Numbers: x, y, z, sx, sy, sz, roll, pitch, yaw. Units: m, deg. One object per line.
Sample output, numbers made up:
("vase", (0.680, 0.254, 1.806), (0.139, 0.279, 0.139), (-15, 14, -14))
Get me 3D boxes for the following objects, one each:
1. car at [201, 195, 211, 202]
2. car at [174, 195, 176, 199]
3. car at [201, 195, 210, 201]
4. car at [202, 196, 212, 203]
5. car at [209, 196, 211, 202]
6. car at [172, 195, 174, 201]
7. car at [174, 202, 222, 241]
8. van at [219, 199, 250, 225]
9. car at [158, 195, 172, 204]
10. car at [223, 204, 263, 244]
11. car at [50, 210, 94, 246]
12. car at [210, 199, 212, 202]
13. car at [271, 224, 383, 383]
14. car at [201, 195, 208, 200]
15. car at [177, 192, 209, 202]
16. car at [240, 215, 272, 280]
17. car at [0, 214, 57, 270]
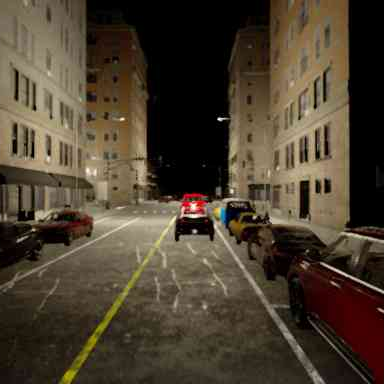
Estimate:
("car", (3.156, 1.496, 75.327), (2.008, 1.369, 4.403), (1, 0, 1))
("car", (-5.369, 1.497, 75.432), (2.008, 1.369, 4.403), (1, 0, 1))
("car", (3.229, 1.485, 80.858), (1.887, 1.381, 4.507), (1, 0, 1))
("car", (3.084, 1.495, 69.797), (1.887, 1.381, 4.507), (1, 0, 1))
("car", (3.011, 1.521, 64.267), (1.947, 1.339, 4.313), (1, 0, 1))
("car", (-5.442, 1.518, 69.903), (1.947, 1.339, 4.313), (1, 0, 1))
("car", (0.106, 1.481, 16.667), (2.128, 1.511, 4.902), (0, 0, 0))
("van", (2.685, 1.329, 20.930), (1.690, 1.788, 3.998), (1, 0, 0))
("car", (-5.514, 1.539, 64.375), (1.802, 1.307, 4.206), (1, 0, 1))
("car", (2.681, 1.516, 15.426), (1.752, 1.417, 4.829), (1, 0, 0))
("car", (-5.845, 1.536, 15.262), (1.887, 1.381, 4.507), (1, 0, 0))
("car", (2.685, 1.509, 26.773), (1.752, 1.417, 4.829), (1, 0, 0))
("car", (2.678, 1.313, 3.910), (2.192, 1.841, 5.009), (1, 0, 0))
("car", (3.373, 1.495, 91.918), (1.947, 1.339, 4.313), (1, 0, 1))
("car", (0.110, 1.205, 29.043), (2.150, 2.045, 5.566), (0, 0, 0))
("car", (2.678, 1.577, 9.583), (1.802, 1.307, 4.206), (1, 0, 0))
("car", (-5.848, 1.561, 9.590), (1.947, 1.339, 4.313), (1, 0, 0))
